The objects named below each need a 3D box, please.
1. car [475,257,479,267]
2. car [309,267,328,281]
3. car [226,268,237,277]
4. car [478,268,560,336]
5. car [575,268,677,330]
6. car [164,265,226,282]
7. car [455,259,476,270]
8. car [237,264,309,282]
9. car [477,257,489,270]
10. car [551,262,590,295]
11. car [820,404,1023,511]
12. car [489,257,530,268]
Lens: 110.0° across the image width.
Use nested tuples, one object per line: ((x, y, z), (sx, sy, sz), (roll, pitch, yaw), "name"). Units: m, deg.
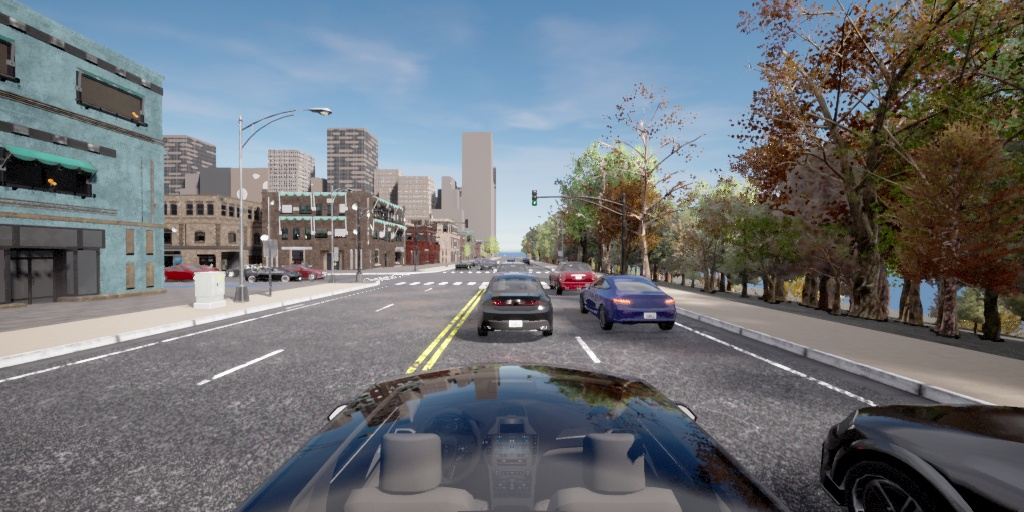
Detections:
((-6.756, 1.333, 59.746), (1.895, 1.301, 4.718), (0, 0, 0), "car")
((-19.498, 1.488, 32.929), (4.674, 1.442, 1.812), (-1, 1, -1), "car")
((-28.392, 1.556, 38.703), (4.403, 1.370, 2.007), (0, 0, 0), "car")
((0.075, 1.253, 10.350), (1.837, 1.490, 4.892), (0, 0, 0), "car")
((3.324, 1.274, 10.948), (1.812, 1.442, 4.674), (0, 0, 0), "car")
((-29.725, 1.557, 32.905), (5.008, 1.535, 1.882), (0, 1, 0), "car")
((-6.740, 1.337, 50.573), (1.895, 1.301, 4.718), (0, 0, 2), "car")
((-20.033, 1.561, 30.216), (4.313, 1.339, 1.948), (0, 0, 0), "car")
((-3.518, 1.241, 50.982), (1.837, 1.490, 4.892), (0, 0, -2), "car")
((3.298, 1.098, 19.940), (2.097, 1.767, 4.553), (0, 0, 0), "car")
((3.358, 1.314, 0.987), (1.994, 1.385, 4.181), (0, 0, -1), "car")
((0.048, 1.099, 19.263), (2.097, 1.767, 4.553), (0, 0, 0), "car")
